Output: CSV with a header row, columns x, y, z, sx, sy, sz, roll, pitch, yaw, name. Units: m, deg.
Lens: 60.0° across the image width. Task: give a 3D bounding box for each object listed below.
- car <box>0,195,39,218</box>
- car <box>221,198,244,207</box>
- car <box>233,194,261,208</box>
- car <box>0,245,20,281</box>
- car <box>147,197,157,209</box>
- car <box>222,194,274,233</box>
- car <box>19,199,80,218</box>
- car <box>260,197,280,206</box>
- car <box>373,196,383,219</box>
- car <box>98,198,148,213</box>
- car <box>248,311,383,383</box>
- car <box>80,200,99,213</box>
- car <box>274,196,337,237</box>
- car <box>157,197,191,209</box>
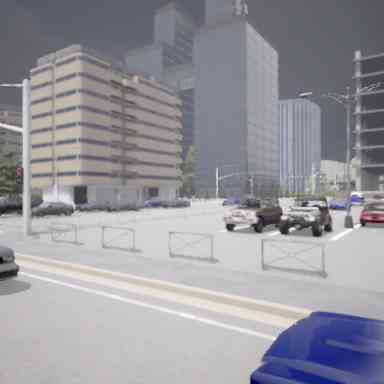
x,y,z,sx,sy,sz,roll,pitch,yaw,name
-17.328,1.361,31.914,2.150,2.045,5.566,0,0,34,car
6.702,1.679,54.828,1.994,1.385,4.181,0,0,34,car
8.557,1.321,51.321,2.150,2.045,5.566,0,0,34,car
-6.577,1.591,8.534,5.357,1.411,2.033,0,0,35,car
-5.949,1.495,48.824,2.097,1.767,4.553,0,0,35,car
3.583,1.188,18.841,1.932,1.855,4.605,0,0,34,car
-13.380,1.650,31.477,1.812,1.442,4.674,0,0,34,car
14.050,1.607,59.505,1.837,1.490,4.892,0,0,34,car
17.971,1.410,30.136,1.970,1.475,3.806,0,0,34,car
-8.053,1.674,39.452,2.033,1.411,5.357,0,0,34,car
2.704,1.596,2.057,4.718,1.301,1.895,0,0,35,car
-11.621,1.689,40.425,2.033,1.411,5.357,0,0,34,car
5.951,1.179,17.176,1.905,1.878,3.866,0,0,34,car
-2.265,1.676,48.070,2.033,1.411,5.357,0,0,34,car
